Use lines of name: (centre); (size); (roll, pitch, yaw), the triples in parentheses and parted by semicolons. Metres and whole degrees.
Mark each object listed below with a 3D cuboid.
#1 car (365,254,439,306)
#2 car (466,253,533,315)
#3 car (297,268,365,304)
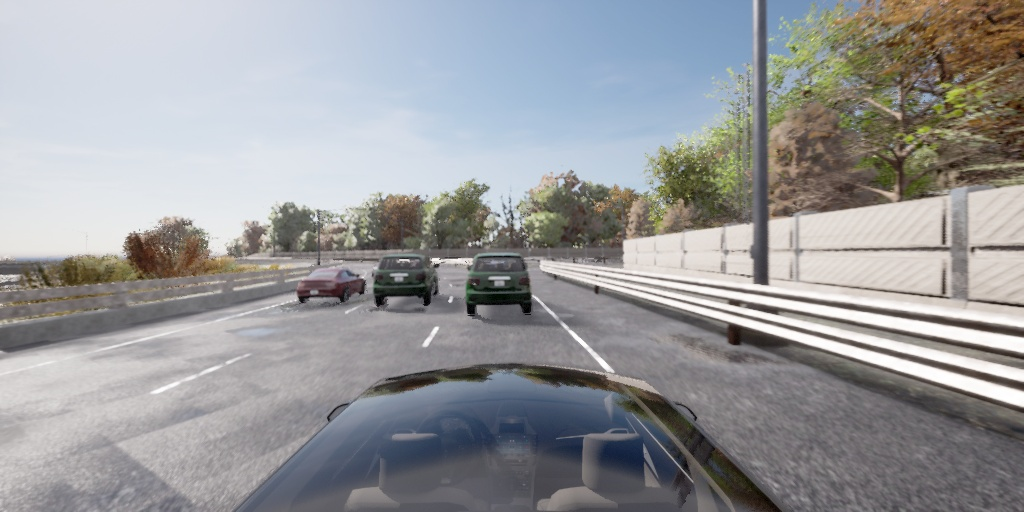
car: (-4.519, 0.936, 15.936); (2.150, 2.045, 5.566); (0, 0, -7)
car: (-0.514, 0.914, 13.467); (2.150, 2.045, 5.566); (0, 0, -3)
car: (-8.156, 1.268, 16.498); (1.812, 1.442, 4.674); (0, 0, -8)
